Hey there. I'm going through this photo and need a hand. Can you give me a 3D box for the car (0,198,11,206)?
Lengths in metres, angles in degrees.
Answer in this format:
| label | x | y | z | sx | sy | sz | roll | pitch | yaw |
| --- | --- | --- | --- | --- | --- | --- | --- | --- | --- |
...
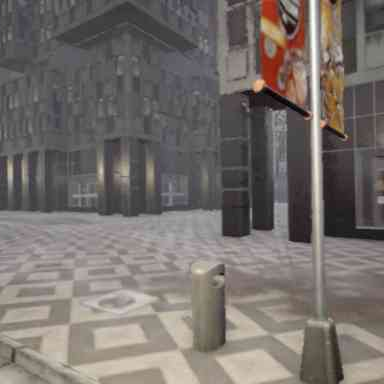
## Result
| label | x | y | z | sx | sy | sz | roll | pitch | yaw |
| --- | --- | --- | --- | --- | --- | --- | --- | --- | --- |
| car | -39.007 | 2.062 | 66.837 | 1.967 | 1.590 | 4.097 | -1 | -1 | 35 |
